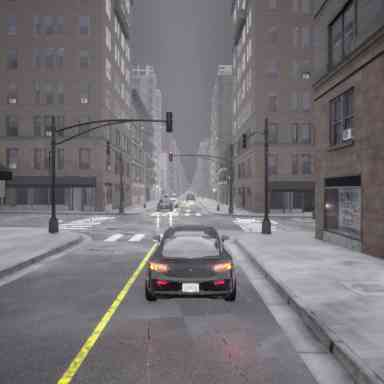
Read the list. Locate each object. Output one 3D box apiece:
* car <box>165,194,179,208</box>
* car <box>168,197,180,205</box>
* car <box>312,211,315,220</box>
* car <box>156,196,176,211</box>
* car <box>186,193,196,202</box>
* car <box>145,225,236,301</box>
[{"bbox_3d":[-3.285,1.294,50.854,2.150,2.045,5.566,0,0,0],"label":"car"},{"bbox_3d":[-3.293,1.641,61.433,2.033,1.411,5.357,0,0,0],"label":"car"},{"bbox_3d":[12.257,1.722,26.824,5.008,1.535,1.882,1,0,-1],"label":"car"},{"bbox_3d":[-3.264,1.557,40.800,1.837,1.490,4.892,0,0,-2],"label":"car"},{"bbox_3d":[-0.306,1.360,81.732,2.150,2.045,5.566,0,0,0],"label":"car"},{"bbox_3d":[-0.024,1.527,8.196,1.812,1.442,4.674,0,0,0],"label":"car"}]
